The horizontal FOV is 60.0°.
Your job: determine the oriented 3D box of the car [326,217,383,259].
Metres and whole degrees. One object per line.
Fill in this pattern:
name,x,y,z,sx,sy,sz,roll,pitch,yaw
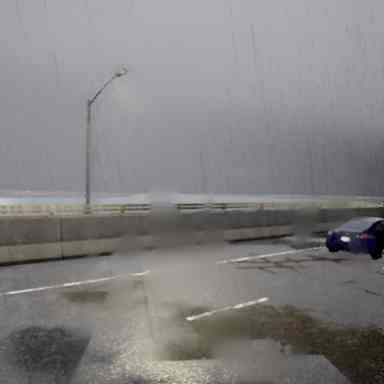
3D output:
car,7.248,1.707,13.272,4.181,1.385,1.994,1,0,-35
